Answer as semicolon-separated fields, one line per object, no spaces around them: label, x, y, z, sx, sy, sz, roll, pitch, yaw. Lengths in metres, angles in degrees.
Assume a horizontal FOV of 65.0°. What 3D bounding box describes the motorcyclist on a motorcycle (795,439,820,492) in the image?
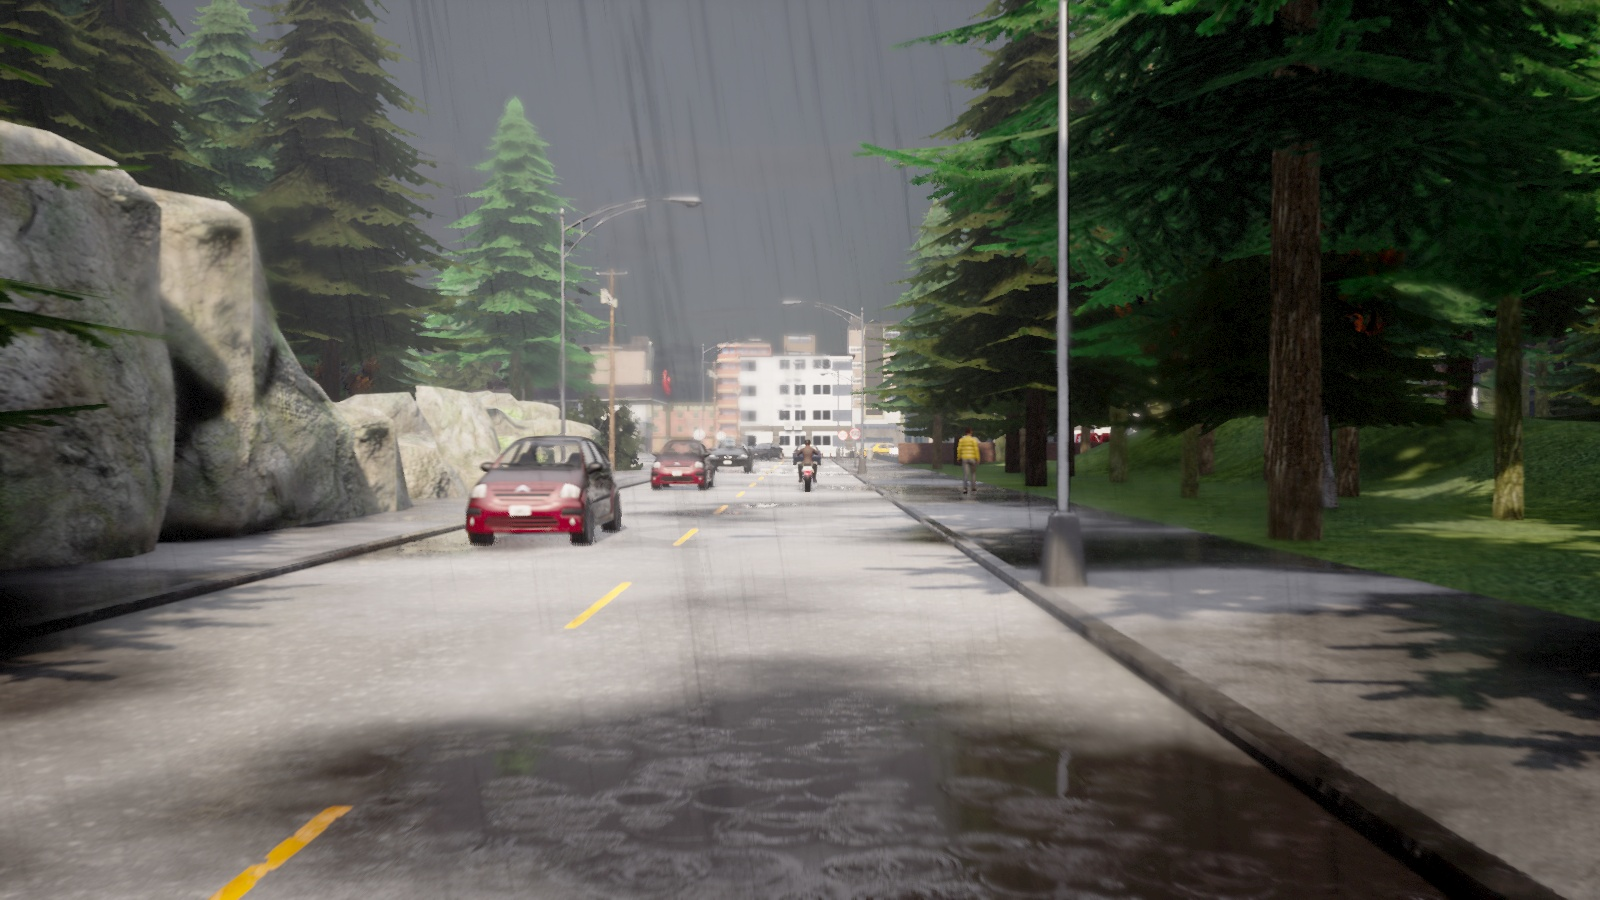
motorcyclist on a motorcycle;0.244;0.472;39.831;0.766;1.649;2.350;0;0;0

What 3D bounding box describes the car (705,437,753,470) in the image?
car;-3.614;0.157;64.884;2.152;1.651;5.027;0;0;0

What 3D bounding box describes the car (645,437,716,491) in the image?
car;-3.755;0.416;40.075;1.851;1.617;3.988;0;0;0

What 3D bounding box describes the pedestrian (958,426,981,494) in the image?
pedestrian;4.598;0.268;34.064;0.431;1.840;0.709;0;0;22

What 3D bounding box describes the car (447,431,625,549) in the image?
car;-3.875;0.534;19.115;1.851;1.617;3.988;0;0;0

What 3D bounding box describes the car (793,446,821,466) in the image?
car;0.474;0.368;84.979;1.895;1.301;4.718;0;0;0
